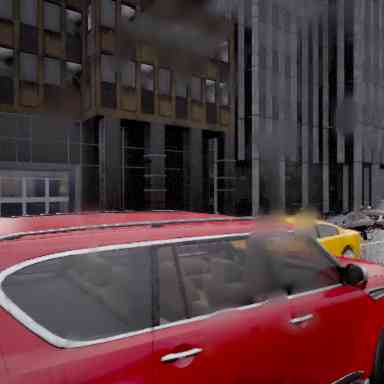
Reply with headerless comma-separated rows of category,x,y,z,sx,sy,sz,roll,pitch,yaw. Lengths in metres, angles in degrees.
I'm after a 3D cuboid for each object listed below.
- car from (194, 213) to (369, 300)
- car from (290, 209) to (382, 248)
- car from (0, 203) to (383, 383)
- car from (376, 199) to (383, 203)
car,2.625,1.477,9.113,5.008,1.535,1.882,0,0,-36
car,6.687,1.565,15.285,4.313,1.339,1.947,0,0,-35
car,0.184,1.221,3.442,5.566,2.045,2.150,0,0,-36
car,11.275,1.314,18.559,5.009,1.841,2.192,0,0,-35
